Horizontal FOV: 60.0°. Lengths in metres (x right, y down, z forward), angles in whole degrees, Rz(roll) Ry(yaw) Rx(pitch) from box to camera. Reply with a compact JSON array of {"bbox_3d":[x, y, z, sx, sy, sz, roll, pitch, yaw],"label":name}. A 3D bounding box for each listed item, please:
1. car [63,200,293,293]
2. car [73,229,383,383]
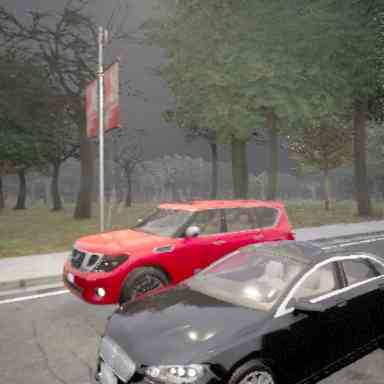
[{"bbox_3d":[0.055,1.224,7.666,5.566,2.045,2.150,0,0,-35],"label":"car"},{"bbox_3d":[1.227,1.494,4.514,4.902,1.511,2.128,0,0,-35],"label":"car"}]
